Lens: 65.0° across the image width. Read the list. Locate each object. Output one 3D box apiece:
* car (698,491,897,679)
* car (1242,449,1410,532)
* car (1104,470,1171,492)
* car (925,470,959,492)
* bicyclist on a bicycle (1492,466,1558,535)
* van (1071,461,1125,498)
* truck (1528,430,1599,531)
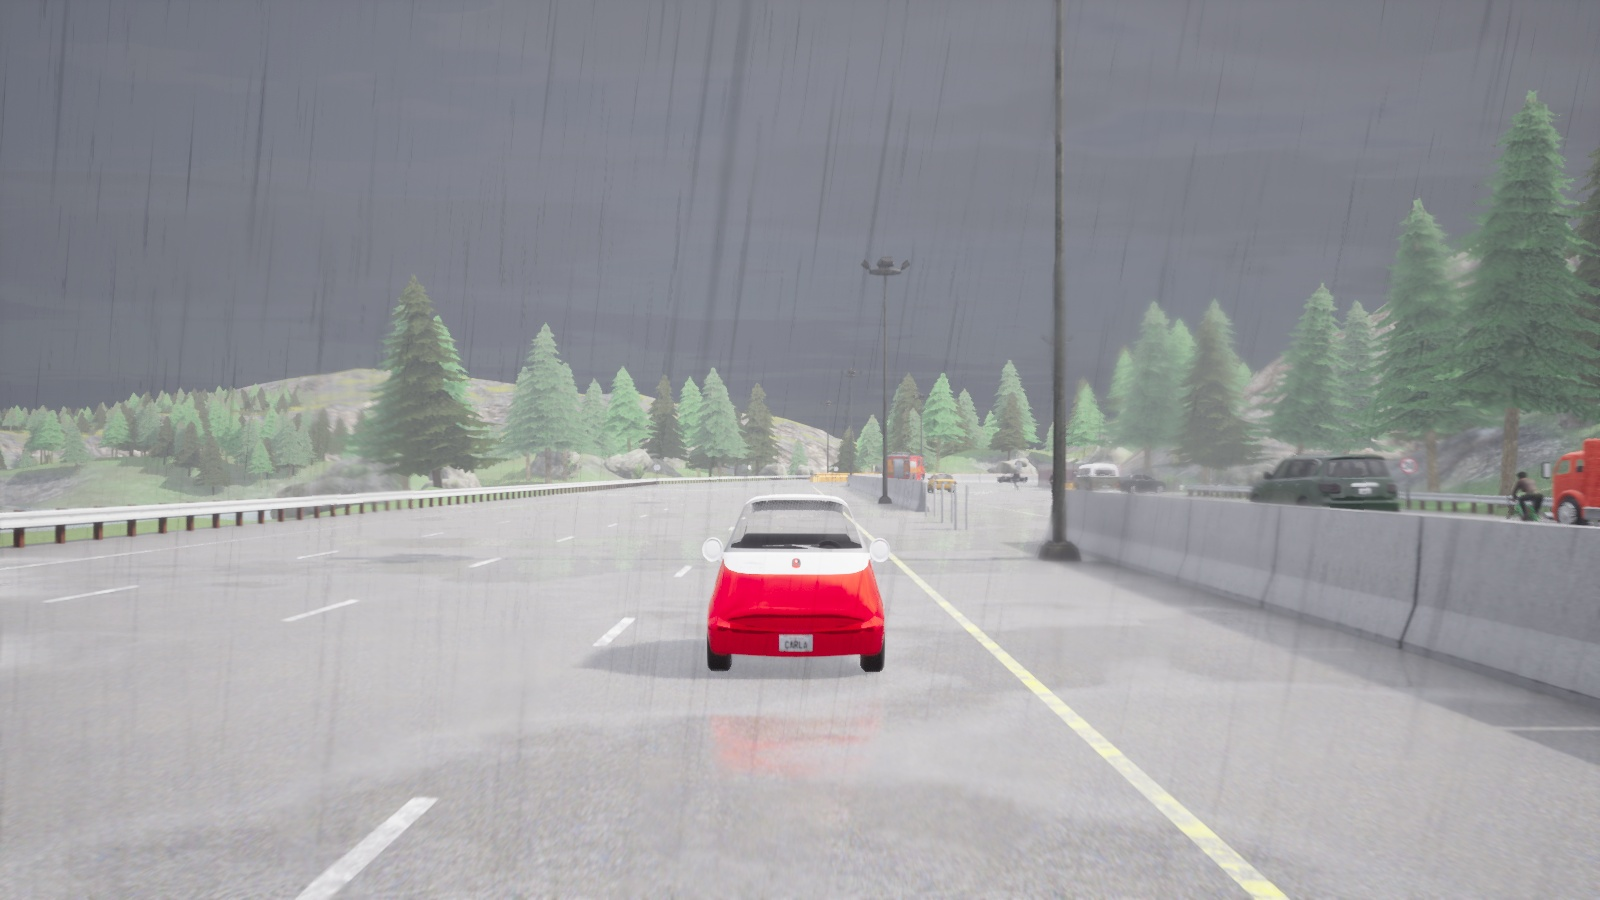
[{"bbox_3d":[-0.023,1.045,10.507,1.481,1.376,2.207,0,-1,0],"label":"car"},{"bbox_3d":[13.920,1.041,33.687,2.150,2.045,5.566,0,-1,0],"label":"car"},{"bbox_3d":[24.607,2.250,91.410,4.892,1.490,1.837,0,-2,-32],"label":"car"},{"bbox_3d":[10.252,2.238,91.119,1.801,1.575,5.366,0,-1,0],"label":"car"},{"bbox_3d":[17.429,1.204,30.228,0.582,1.620,1.656,0,-1,0],"label":"bicyclist on a bicycle"},{"bbox_3d":[17.327,1.698,73.326,2.069,2.038,4.480,0,-1,0],"label":"van"},{"bbox_3d":[20.925,0.757,31.191,2.627,2.467,5.204,0,-2,0],"label":"truck"}]
